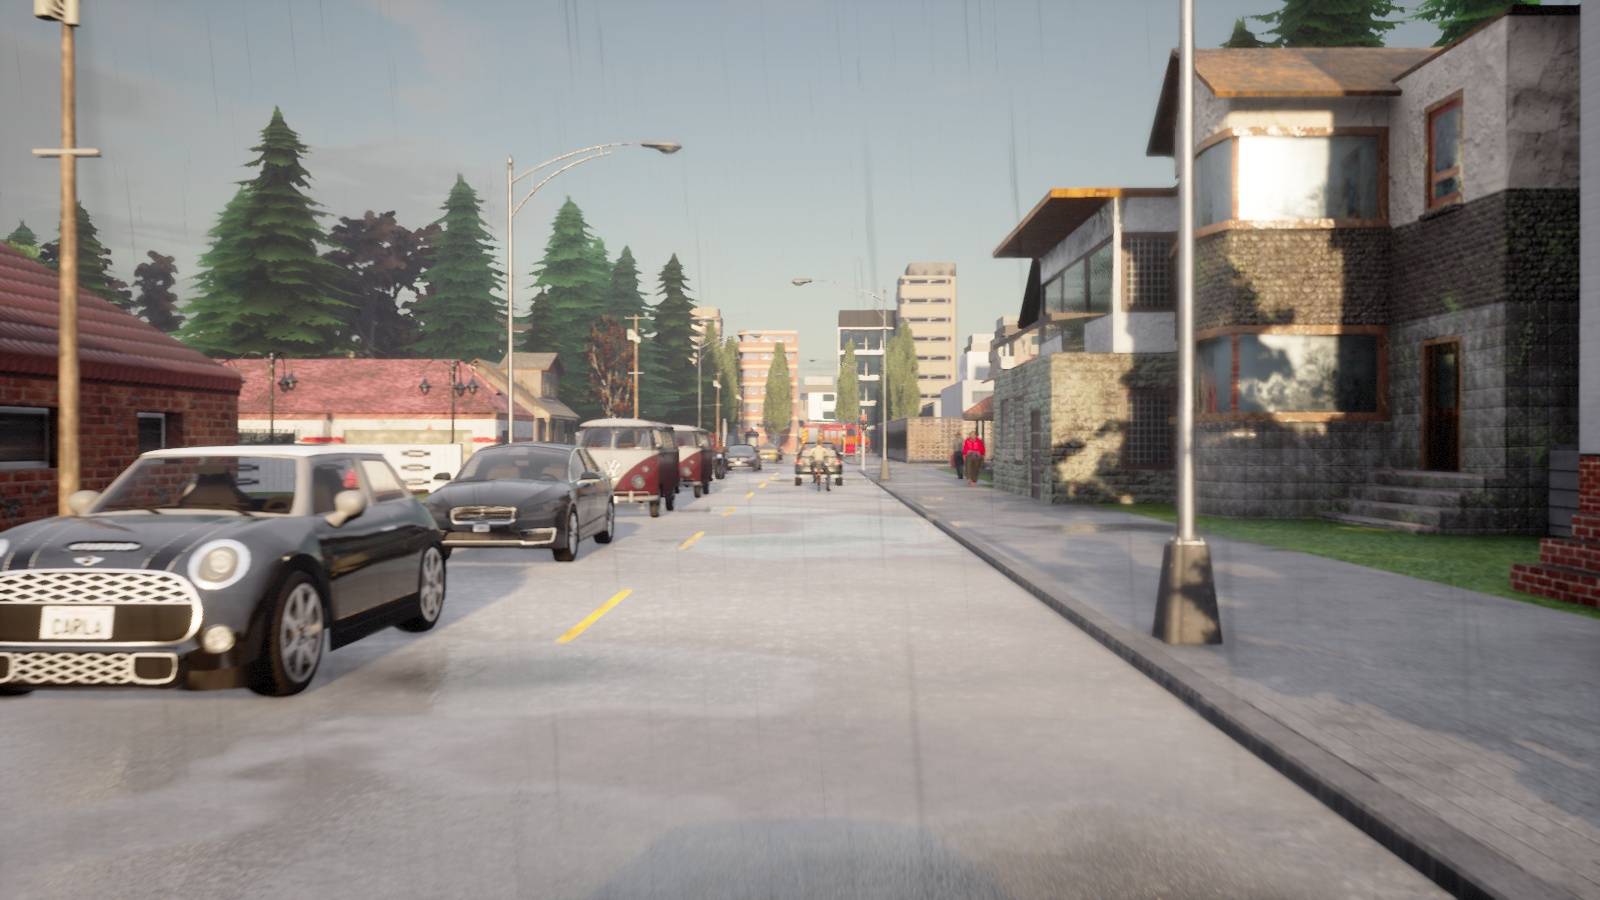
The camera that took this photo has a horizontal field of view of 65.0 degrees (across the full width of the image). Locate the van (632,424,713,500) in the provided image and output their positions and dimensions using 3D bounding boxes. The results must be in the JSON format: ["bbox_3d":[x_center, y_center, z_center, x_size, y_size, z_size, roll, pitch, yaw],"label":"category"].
[{"bbox_3d":[-3.494,0.298,35.134,1.775,1.987,4.442,0,0,1],"label":"van"}]

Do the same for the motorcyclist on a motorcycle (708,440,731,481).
[{"bbox_3d":[-3.278,0.406,51.112,0.766,1.649,2.350,0,0,1],"label":"motorcyclist on a motorcycle"}]

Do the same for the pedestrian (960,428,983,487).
[{"bbox_3d":[5.413,0.238,39.550,0.634,1.844,0.899,0,0,14],"label":"pedestrian"}]

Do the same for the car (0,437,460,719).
[{"bbox_3d":[-3.844,0.661,8.497,1.970,1.475,3.806,0,0,1],"label":"car"}]

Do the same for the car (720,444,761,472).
[{"bbox_3d":[-3.110,0.396,66.325,1.812,1.442,4.674,0,0,2],"label":"car"}]

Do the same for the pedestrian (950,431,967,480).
[{"bbox_3d":[5.949,0.195,47.177,0.540,1.848,0.694,0,0,-1],"label":"pedestrian"}]

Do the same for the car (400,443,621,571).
[{"bbox_3d":[-3.739,0.651,17.144,1.837,1.490,4.892,0,0,1],"label":"car"}]

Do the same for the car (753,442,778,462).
[{"bbox_3d":[-2.650,0.131,97.990,1.801,1.575,5.366,0,0,0],"label":"car"}]

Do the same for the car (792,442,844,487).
[{"bbox_3d":[0.634,0.474,44.591,1.789,1.549,3.705,0,0,1],"label":"car"}]

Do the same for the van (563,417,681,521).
[{"bbox_3d":[-3.614,0.348,26.239,1.775,1.987,4.442,0,0,1],"label":"van"}]
